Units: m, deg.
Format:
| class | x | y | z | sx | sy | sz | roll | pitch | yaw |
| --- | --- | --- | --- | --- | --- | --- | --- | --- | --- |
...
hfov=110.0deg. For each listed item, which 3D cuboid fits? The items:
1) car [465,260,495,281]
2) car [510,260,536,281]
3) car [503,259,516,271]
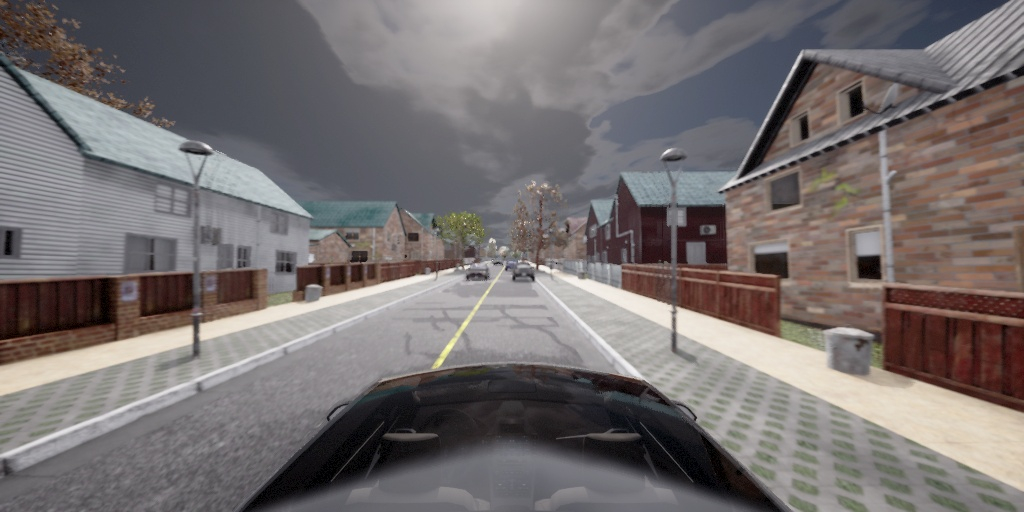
| class | x | y | z | sx | sy | sz | roll | pitch | yaw |
| --- | --- | --- | --- | --- | --- | --- | --- | --- | --- |
| car | -2.849 | 1.315 | 31.146 | 2.033 | 1.411 | 5.357 | 0 | 0 | 0 |
| car | 0.962 | 1.293 | 30.501 | 1.812 | 1.442 | 4.674 | 0 | 0 | 0 |
| car | 0.013 | 1.309 | 50.083 | 1.812 | 1.442 | 4.674 | 0 | 0 | 0 |
